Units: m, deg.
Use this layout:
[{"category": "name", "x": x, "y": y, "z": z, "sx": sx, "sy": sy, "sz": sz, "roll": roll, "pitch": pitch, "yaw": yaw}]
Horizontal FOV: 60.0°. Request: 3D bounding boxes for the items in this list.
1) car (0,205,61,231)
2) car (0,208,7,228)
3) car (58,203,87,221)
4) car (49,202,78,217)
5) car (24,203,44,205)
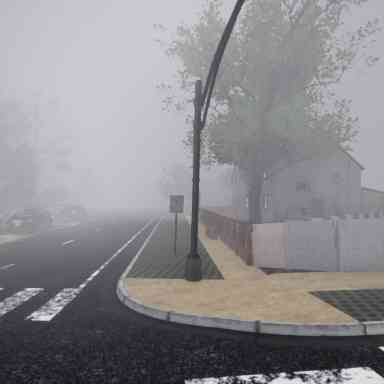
[{"category": "car", "x": -12.154, "y": 2.020, "z": 25.327, "sx": 2.128, "sy": 1.511, "sz": 4.902, "roll": 2, "pitch": -1, "yaw": -3}, {"category": "car", "x": -15.316, "y": 1.897, "z": 23.601, "sx": 1.837, "sy": 1.490, "sz": 4.892, "roll": 2, "pitch": -1, "yaw": -3}, {"category": "car", "x": -12.666, "y": 2.106, "z": 35.216, "sx": 2.097, "sy": 1.767, "sz": 4.553, "roll": 2, "pitch": -1, "yaw": -3}, {"category": "car", "x": -16.268, "y": 2.173, "z": 42.326, "sx": 2.097, "sy": 1.767, "sz": 4.553, "roll": 2, "pitch": -1, "yaw": -3}, {"category": "car", "x": -15.786, "y": 1.950, "z": 32.649, "sx": 2.097, "sy": 1.767, "sz": 4.553, "roll": 2, "pitch": -1, "yaw": -3}]
